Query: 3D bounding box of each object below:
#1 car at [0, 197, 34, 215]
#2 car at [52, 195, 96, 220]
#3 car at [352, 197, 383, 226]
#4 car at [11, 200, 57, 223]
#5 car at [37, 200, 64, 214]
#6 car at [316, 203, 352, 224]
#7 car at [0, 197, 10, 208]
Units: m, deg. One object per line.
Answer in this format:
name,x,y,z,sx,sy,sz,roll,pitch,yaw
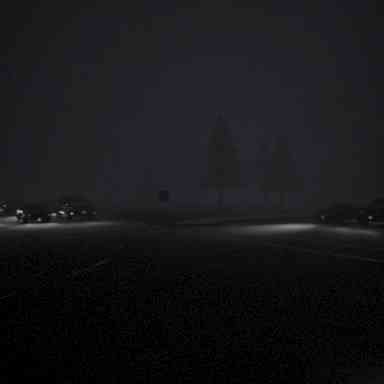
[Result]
car,-17.941,1.523,33.900,2.128,1.511,4.902,0,0,-35
car,-10.199,1.278,28.902,2.150,2.045,5.566,0,0,-35
car,14.351,1.392,24.057,5.566,2.045,2.150,0,0,-34
car,-12.415,1.580,25.948,2.033,1.411,5.357,0,0,-35
car,-15.763,1.620,36.901,1.994,1.385,4.181,0,0,-35
car,11.900,1.659,26.600,4.902,1.511,2.128,0,0,-35
car,-27.956,1.525,48.339,2.128,1.511,4.902,0,0,-35
